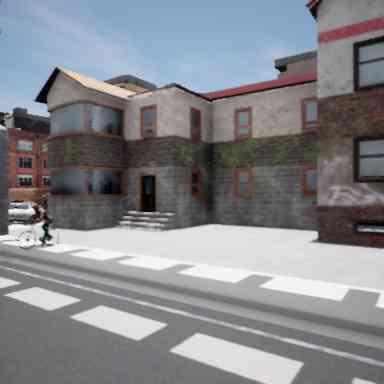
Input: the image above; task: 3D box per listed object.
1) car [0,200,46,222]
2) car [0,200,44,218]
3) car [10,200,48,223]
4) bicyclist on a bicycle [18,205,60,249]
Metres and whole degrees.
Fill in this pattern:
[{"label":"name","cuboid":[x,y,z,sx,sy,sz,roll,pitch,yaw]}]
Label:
[{"label":"car","cuboid":[-13.984,1.437,26.685,2.038,1.542,4.974,0,0,5]},{"label":"car","cuboid":[-13.980,1.280,26.736,1.853,1.218,4.536,0,0,5]},{"label":"car","cuboid":[-12.592,1.283,23.227,4.536,1.218,1.853,0,0,-25]},{"label":"bicyclist on a bicycle","cuboid":[-5.725,1.293,12.533,0.582,1.620,1.656,0,0,35]}]
